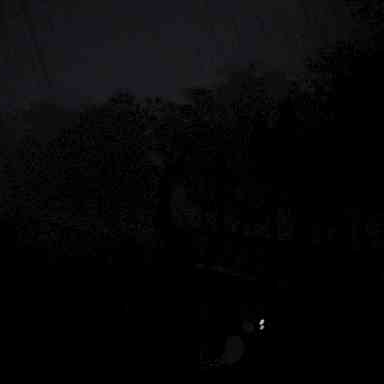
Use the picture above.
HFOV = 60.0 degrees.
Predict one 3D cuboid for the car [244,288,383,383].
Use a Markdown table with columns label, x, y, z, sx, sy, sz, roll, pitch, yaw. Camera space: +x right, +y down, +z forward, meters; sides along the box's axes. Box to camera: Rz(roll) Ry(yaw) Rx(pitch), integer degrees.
| label | x | y | z | sx | sy | sz | roll | pitch | yaw |
| --- | --- | --- | --- | --- | --- | --- | --- | --- | --- |
| car | 2.483 | 1.507 | 2.818 | 1.994 | 1.385 | 4.181 | -1 | 1 | -40 |
